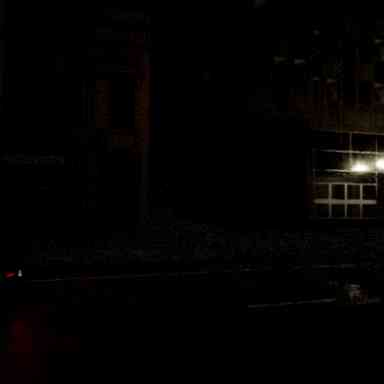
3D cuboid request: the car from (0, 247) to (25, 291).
[{"bbox_3d":[-6.115,1.643,6.981,4.674,1.442,1.812,0,-1,-13],"label":"car"}]
